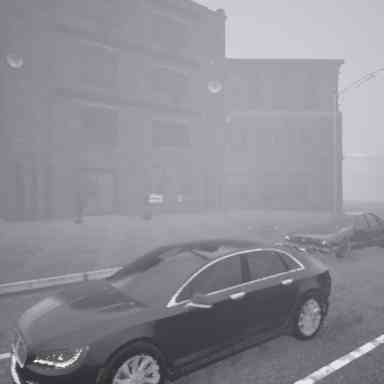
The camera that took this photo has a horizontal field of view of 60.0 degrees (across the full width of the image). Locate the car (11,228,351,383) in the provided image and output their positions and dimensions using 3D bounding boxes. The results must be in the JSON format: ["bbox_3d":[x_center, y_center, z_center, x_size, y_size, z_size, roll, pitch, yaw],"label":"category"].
[{"bbox_3d":[0.112,1.499,4.901,4.892,1.490,1.837,0,0,-36],"label":"car"}]

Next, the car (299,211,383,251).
[{"bbox_3d":[5.769,1.456,12.471,5.357,1.411,2.033,-1,1,-36],"label":"car"}]
